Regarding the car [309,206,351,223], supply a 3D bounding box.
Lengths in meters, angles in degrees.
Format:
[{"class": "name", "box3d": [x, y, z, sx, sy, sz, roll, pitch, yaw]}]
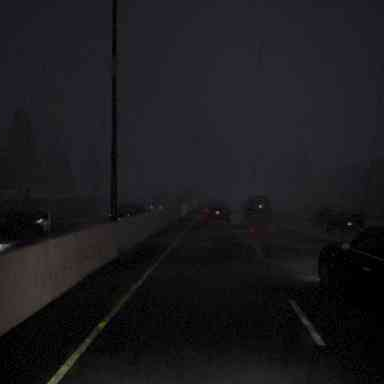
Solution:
[{"class": "car", "box3d": [8.547, 1.552, 20.056, 1.882, 1.535, 5.008, 0, 0, 5]}]

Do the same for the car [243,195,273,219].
[{"class": "car", "box3d": [5.861, 1.314, 30.025, 2.150, 2.045, 5.566, 0, 0, 5]}]

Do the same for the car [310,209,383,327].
[{"class": "car", "box3d": [3.988, 1.378, 6.148, 2.097, 1.767, 4.553, 0, 0, 3]}]

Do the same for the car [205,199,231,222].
[{"class": "car", "box3d": [2.098, 1.579, 27.043, 2.163, 1.488, 4.792, 0, 0, 5]}]

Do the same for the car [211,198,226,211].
[{"class": "car", "box3d": [3.484, 1.600, 43.841, 1.882, 1.535, 5.008, 0, -1, 5]}]

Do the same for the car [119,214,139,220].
[{"class": "car", "box3d": [-5.135, 1.603, 26.926, 2.033, 1.411, 5.357, 0, 0, 5]}]
